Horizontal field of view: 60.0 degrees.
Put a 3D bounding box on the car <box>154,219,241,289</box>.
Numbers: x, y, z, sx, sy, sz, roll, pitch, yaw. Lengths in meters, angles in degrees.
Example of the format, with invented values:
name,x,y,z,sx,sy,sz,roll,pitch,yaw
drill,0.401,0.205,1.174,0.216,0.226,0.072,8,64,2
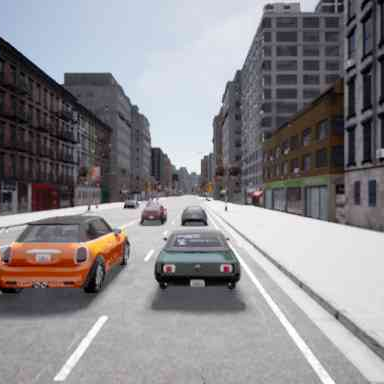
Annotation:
name,x,y,z,sx,sy,sz,roll,pitch,yaw
car,0.132,1.674,9.302,1.895,1.301,4.718,0,0,0

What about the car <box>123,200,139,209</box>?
name,x,y,z,sx,sy,sz,roll,pitch,yaw
car,-9.569,1.995,53.083,2.033,1.411,5.357,0,0,0

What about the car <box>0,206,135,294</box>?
name,x,y,z,sx,sy,sz,roll,pitch,yaw
car,-3.121,1.423,9.138,2.097,1.767,4.553,0,-1,0

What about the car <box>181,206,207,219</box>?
name,x,y,z,sx,sy,sz,roll,pitch,yaw
car,0.187,1.775,26.348,1.994,1.385,4.181,0,0,0

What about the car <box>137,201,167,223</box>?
name,x,y,z,sx,sy,sz,roll,pitch,yaw
car,-3.059,1.744,27.324,1.812,1.442,4.674,0,0,0
